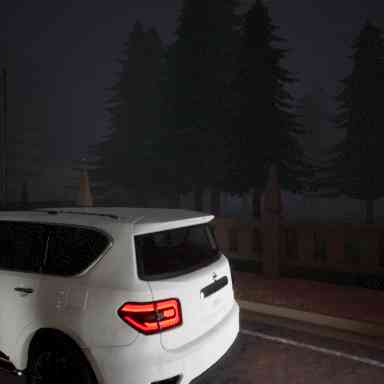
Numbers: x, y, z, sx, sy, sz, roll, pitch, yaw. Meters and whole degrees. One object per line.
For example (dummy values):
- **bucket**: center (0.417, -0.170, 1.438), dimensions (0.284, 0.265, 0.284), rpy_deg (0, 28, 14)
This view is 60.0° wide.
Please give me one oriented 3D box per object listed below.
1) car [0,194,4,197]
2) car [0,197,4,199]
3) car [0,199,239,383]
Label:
- **car**: center (-23.351, 1.277, 36.663), dimensions (2.150, 2.045, 5.566), rpy_deg (0, 0, 22)
- **car**: center (-19.962, 1.581, 35.697), dimensions (1.812, 1.442, 4.674), rpy_deg (0, 0, 22)
- **car**: center (-2.108, 1.221, 4.740), dimensions (5.566, 2.045, 2.150), rpy_deg (0, 0, 29)
